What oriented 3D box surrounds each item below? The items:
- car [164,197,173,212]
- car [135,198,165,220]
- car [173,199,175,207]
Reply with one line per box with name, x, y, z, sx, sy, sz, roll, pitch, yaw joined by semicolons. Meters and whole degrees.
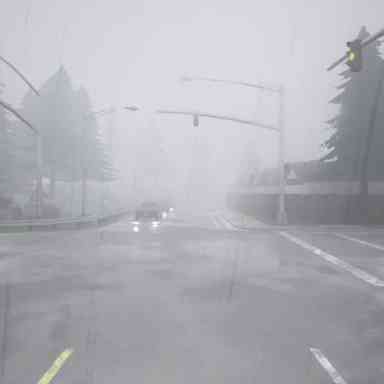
car;-3.588;1.564;37.947;1.994;1.385;4.181;0;0;0
car;-3.596;1.505;28.033;1.837;1.490;4.892;0;0;0
car;-3.502;1.504;48.302;1.837;1.490;4.892;0;0;2
